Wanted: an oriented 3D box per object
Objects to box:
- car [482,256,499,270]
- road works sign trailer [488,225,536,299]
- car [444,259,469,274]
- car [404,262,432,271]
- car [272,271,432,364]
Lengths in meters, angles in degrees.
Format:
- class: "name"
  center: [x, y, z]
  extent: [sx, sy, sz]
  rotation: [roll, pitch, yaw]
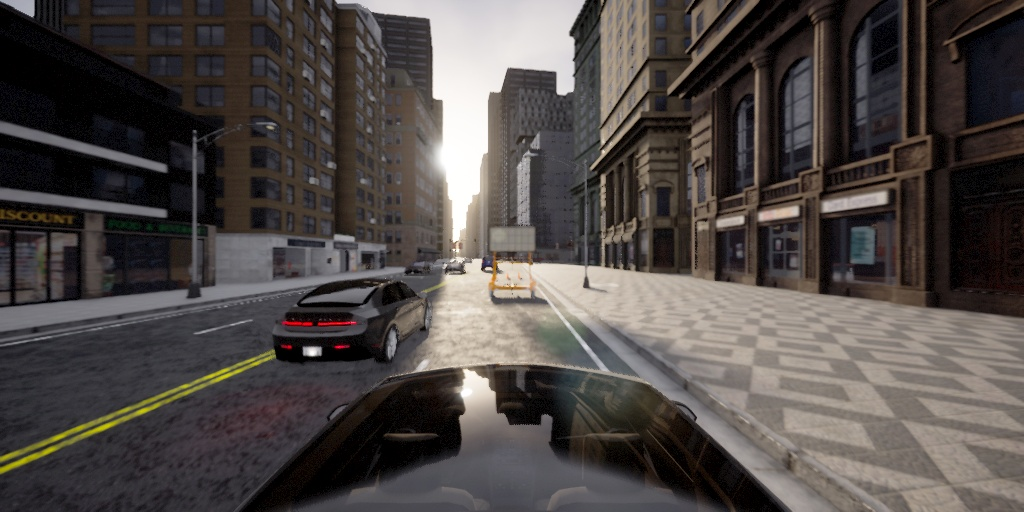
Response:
- class: "car"
  center: [-3.159, 0.978, 51.695]
  extent: [2.150, 2.045, 5.566]
  rotation: [0, 0, 0]
- class: "road works sign trailer"
  center: [0.012, 0.216, 18.200]
  extent: [2.380, 3.560, 2.880]
  rotation: [0, 0, 0]
- class: "car"
  center: [-6.588, 1.318, 41.747]
  extent: [1.994, 1.385, 4.181]
  rotation: [0, 0, 0]
- class: "car"
  center: [-9.849, 1.301, 38.132]
  extent: [2.033, 1.411, 5.357]
  rotation: [0, 0, 0]
- class: "car"
  center: [-3.151, 1.255, 8.073]
  extent: [1.837, 1.490, 4.892]
  rotation: [0, 0, 0]
